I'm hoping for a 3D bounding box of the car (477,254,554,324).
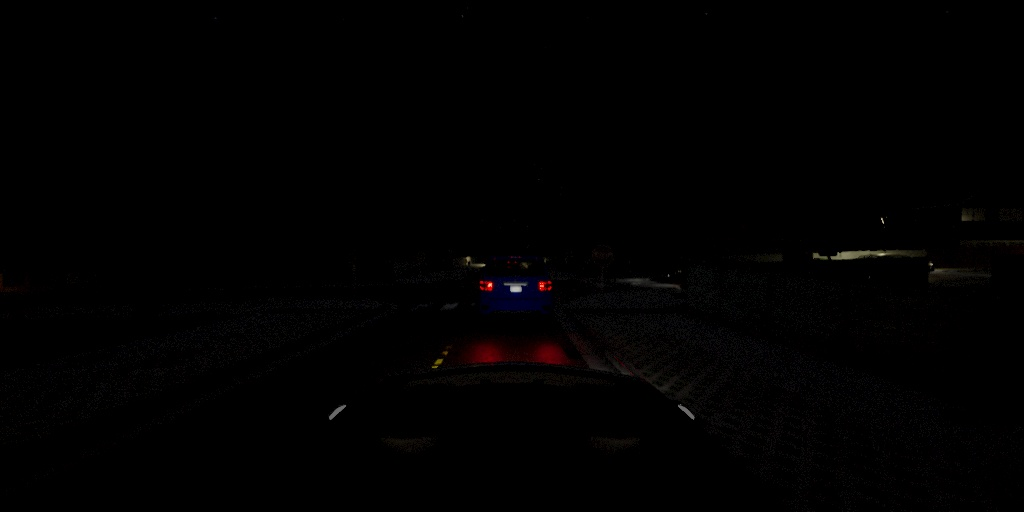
[{"bbox_3d":[0.100,0.943,11.971,2.150,2.045,5.566,0,0,0],"label":"car"}]

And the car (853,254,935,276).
[{"bbox_3d":[22.093,0.575,21.690,5.357,1.411,2.033,-2,0,0],"label":"car"}]

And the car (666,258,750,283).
[{"bbox_3d":[11.757,0.838,21.617,4.674,1.442,1.812,-2,0,0],"label":"car"}]

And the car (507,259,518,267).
[{"bbox_3d":[0.023,1.141,63.513,1.895,1.301,4.718,0,0,0],"label":"car"}]
